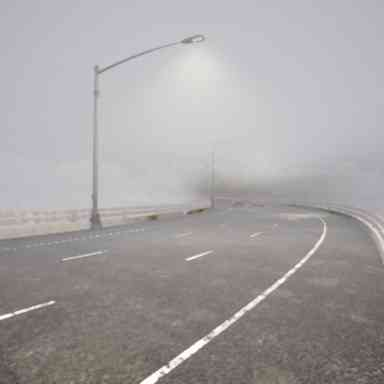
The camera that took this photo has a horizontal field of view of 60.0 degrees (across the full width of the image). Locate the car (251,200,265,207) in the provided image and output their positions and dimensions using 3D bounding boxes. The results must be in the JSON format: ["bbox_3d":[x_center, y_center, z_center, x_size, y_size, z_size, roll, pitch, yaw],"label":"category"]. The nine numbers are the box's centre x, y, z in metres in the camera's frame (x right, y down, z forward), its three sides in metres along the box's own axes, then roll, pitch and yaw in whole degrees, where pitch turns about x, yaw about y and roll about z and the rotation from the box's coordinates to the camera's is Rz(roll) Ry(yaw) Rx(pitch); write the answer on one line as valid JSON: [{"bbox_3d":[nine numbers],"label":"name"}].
[{"bbox_3d":[12.229,2.088,61.985,1.994,1.385,4.181,1,0,2],"label":"car"}]

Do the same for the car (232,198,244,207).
[{"bbox_3d":[8.801,2.005,63.746,1.837,1.490,4.892,1,0,-1],"label":"car"}]
